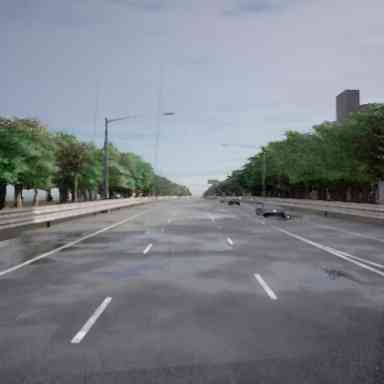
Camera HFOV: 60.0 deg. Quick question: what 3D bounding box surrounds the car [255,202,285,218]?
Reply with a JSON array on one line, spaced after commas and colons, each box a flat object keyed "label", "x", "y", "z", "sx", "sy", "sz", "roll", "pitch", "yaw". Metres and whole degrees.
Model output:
[{"label": "car", "x": 7.029, "y": 1.581, "z": 30.346, "sx": 1.994, "sy": 1.385, "sz": 4.181, "roll": 0, "pitch": 0, "yaw": 0}]

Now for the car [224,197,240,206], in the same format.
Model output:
[{"label": "car", "x": 7.058, "y": 1.590, "z": 57.243, "sx": 1.837, "sy": 1.490, "sz": 4.892, "roll": 0, "pitch": 0, "yaw": 0}]

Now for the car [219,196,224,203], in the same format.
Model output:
[{"label": "car", "x": 7.141, "y": 1.776, "z": 74.911, "sx": 2.033, "sy": 1.411, "sz": 5.357, "roll": 0, "pitch": -1, "yaw": 0}]
